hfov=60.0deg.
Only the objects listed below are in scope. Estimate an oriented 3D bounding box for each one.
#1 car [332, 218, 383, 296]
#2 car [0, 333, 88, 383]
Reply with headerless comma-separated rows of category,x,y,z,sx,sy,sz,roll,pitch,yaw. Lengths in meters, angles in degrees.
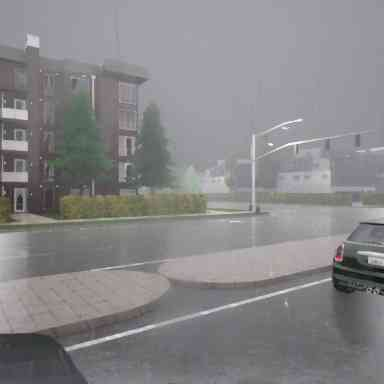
car,5.272,1.352,7.629,4.553,1.767,2.097,0,0,-35
car,-3.164,1.547,1.492,5.357,1.411,2.033,0,0,-35
